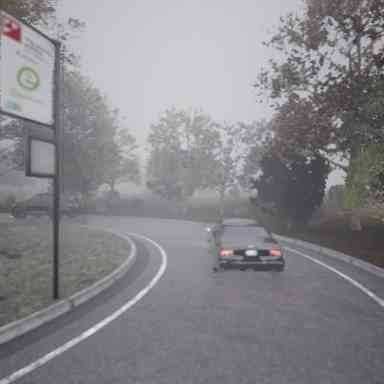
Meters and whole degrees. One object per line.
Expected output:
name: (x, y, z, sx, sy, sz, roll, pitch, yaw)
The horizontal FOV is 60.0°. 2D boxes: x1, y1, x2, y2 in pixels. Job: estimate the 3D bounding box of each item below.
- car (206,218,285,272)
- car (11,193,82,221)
car: (1.501, 1.555, 10.740, 2.033, 1.411, 5.357, 0, 0, 1)
car: (-11.377, 1.124, 26.165, 5.566, 2.045, 2.150, 0, -1, 16)
